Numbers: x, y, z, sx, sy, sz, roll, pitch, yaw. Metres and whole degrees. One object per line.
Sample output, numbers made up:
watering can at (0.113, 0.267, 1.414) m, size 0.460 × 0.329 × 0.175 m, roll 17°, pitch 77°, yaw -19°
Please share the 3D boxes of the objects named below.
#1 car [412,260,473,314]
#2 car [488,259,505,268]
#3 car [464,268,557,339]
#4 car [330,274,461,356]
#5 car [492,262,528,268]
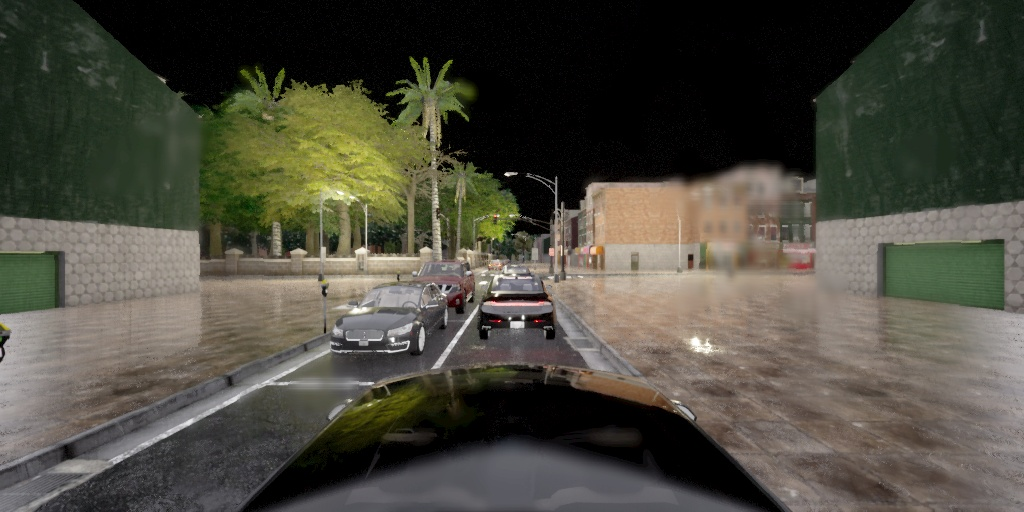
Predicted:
car at (-2.587, 1.069, 13.979) m, size 2.192 × 1.841 × 5.009 m, roll 0°, pitch 0°, yaw 0°
car at (-2.420, 1.296, 52.125) m, size 1.967 × 1.591 × 4.097 m, roll 0°, pitch 0°, yaw 0°
car at (0.130, 1.243, 10.017) m, size 2.128 × 1.511 × 4.902 m, roll 0°, pitch 0°, yaw 0°
car at (-2.611, 1.301, 8.516) m, size 2.007 × 1.370 × 4.403 m, roll 0°, pitch 0°, yaw 0°
car at (0.179, 1.252, 19.406) m, size 2.128 × 1.511 × 4.902 m, roll 0°, pitch 0°, yaw -2°
